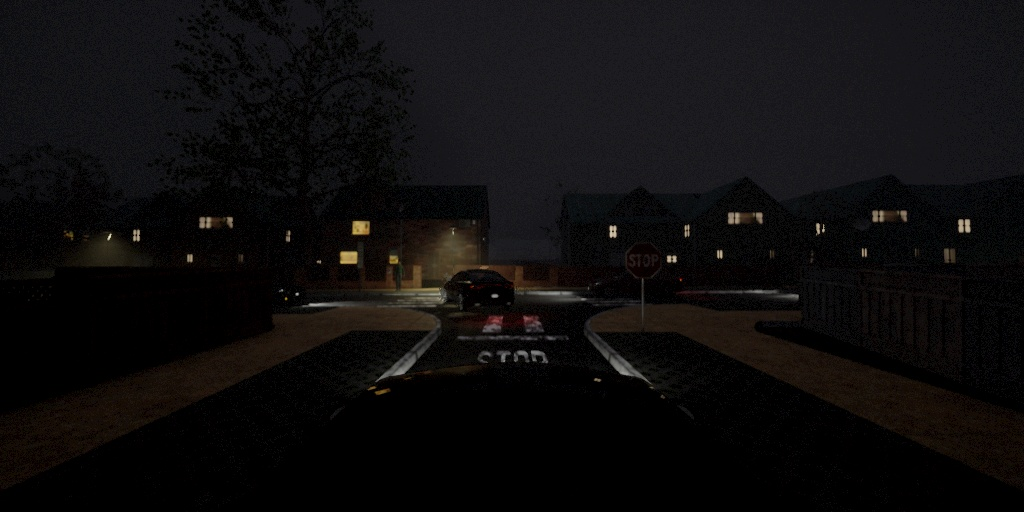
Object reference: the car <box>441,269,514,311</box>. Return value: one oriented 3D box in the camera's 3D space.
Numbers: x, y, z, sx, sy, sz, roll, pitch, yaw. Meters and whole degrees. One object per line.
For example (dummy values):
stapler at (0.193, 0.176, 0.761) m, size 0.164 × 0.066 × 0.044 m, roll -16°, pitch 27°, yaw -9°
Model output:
car at (-1.550, 1.286, 14.803) m, size 1.882 × 1.535 × 5.008 m, roll 1°, pitch -1°, yaw -22°

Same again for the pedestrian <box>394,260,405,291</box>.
pedestrian at (-6.695, 1.155, 21.124) m, size 0.375 × 1.860 × 0.375 m, roll 0°, pitch -1°, yaw 1°

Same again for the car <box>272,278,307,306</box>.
car at (-11.162, 1.460, 15.308) m, size 4.181 × 1.385 × 1.994 m, roll 0°, pitch -2°, yaw 0°

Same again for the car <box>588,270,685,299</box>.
car at (6.176, 1.339, 18.017) m, size 4.674 × 1.442 × 1.812 m, roll -1°, pitch -2°, yaw 1°
